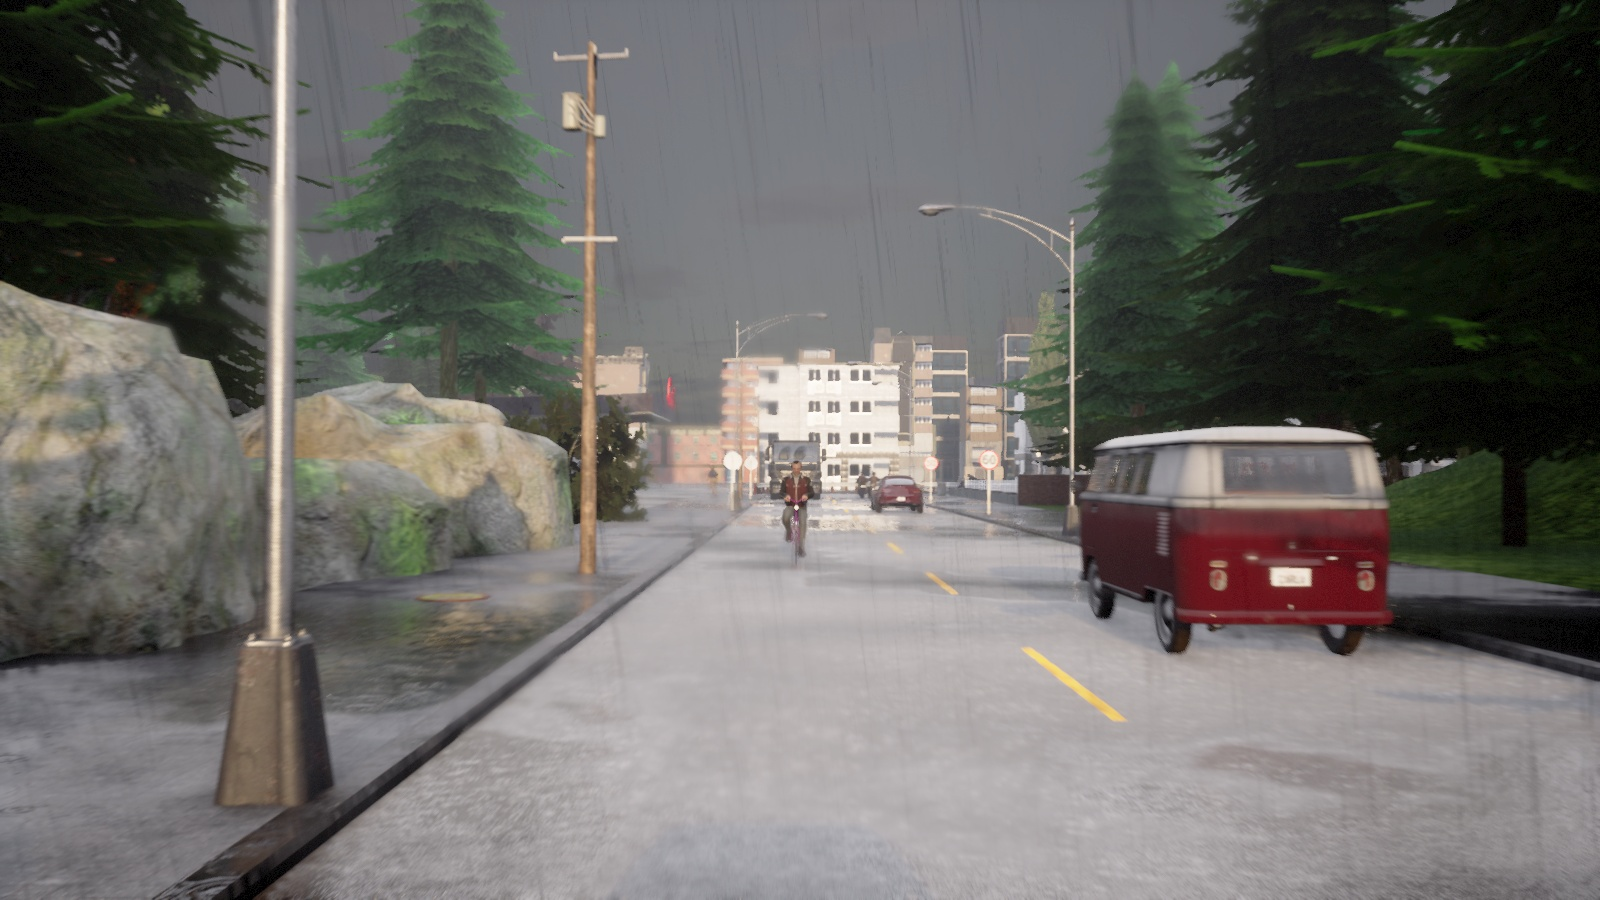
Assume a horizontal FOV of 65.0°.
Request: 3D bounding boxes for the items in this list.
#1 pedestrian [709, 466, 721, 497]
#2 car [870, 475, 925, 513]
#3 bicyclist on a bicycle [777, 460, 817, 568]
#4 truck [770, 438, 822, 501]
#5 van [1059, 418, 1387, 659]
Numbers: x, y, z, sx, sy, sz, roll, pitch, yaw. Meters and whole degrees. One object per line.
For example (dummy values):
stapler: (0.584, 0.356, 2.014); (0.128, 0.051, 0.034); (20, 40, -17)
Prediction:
pedestrian: (-5.127, 1.872, 75.413); (0.540, 1.848, 0.694); (0, -1, -20)
car: (3.860, 1.712, 50.347); (1.812, 1.442, 4.674); (0, -1, 0)
bicyclist on a bicycle: (-0.054, 1.066, 21.554); (0.659, 1.776, 1.843); (0, -1, 0)
truck: (-0.264, 1.119, 73.015); (2.891, 3.462, 7.936); (0, -1, -1)
van: (3.967, 0.774, 12.644); (1.775, 1.987, 4.442); (0, -1, 0)
